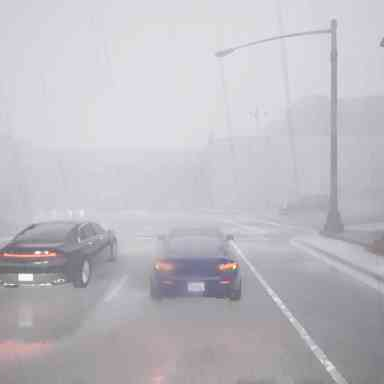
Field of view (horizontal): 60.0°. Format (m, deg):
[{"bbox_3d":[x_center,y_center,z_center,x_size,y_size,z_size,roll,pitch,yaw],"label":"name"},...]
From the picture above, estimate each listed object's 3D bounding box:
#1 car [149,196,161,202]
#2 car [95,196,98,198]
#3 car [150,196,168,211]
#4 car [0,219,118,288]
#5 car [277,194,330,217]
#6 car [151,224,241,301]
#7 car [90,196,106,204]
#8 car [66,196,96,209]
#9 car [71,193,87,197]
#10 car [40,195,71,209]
[{"bbox_3d":[-8.208,1.553,74.352,1.994,1.385,4.181,0,0,2],"label":"car"},{"bbox_3d":[-14.909,1.478,53.702,1.882,1.535,5.008,0,0,-1],"label":"car"},{"bbox_3d":[-4.007,1.526,40.225,1.812,1.442,4.674,0,0,-2],"label":"car"},{"bbox_3d":[-3.399,1.505,9.243,1.837,1.490,4.892,0,0,0],"label":"car"},{"bbox_3d":[9.601,1.037,28.374,4.553,1.767,2.097,-5,0,0],"label":"car"},{"bbox_3d":[0.091,1.526,8.230,1.812,1.442,4.674,0,0,0],"label":"car"},{"bbox_3d":[-18.611,1.505,65.731,1.837,1.490,4.892,0,0,-1],"label":"car"},{"bbox_3d":[-14.697,1.601,44.306,1.895,1.301,4.718,0,0,-1],"label":"car"},{"bbox_3d":[-18.404,1.221,53.492,2.150,2.045,5.566,0,0,-1],"label":"car"},{"bbox_3d":[-18.188,1.352,43.941,2.097,1.767,4.553,0,0,-1],"label":"car"}]
